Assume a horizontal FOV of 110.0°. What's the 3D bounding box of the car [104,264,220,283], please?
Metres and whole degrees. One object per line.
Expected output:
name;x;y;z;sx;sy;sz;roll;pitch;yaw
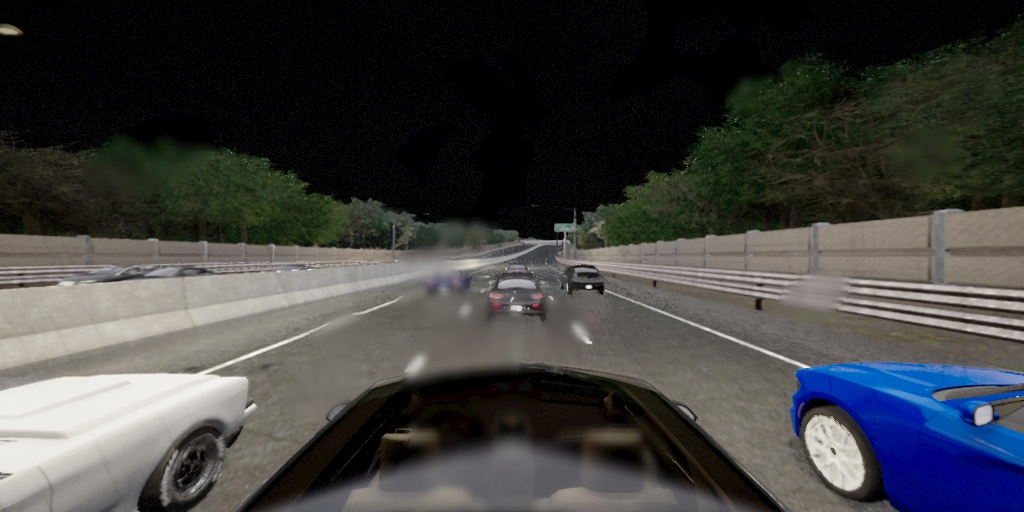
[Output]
car;-17.449;1.256;18.587;1.812;1.442;4.674;0;0;1

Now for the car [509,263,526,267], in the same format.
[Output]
car;0.465;1.301;29.785;2.033;1.411;5.357;0;0;1

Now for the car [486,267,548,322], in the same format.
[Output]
car;0.165;1.262;12.043;1.812;1.442;4.674;0;0;1

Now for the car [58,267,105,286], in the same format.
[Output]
car;-20.938;1.220;19.308;2.128;1.511;4.902;0;0;1

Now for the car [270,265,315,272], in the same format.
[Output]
car;-13.881;1.283;22.689;2.033;1.411;5.357;0;0;1

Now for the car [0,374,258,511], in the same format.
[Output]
car;-3.392;1.351;1.303;1.895;1.301;4.718;0;0;0

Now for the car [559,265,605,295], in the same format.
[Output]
car;3.767;1.247;19.814;1.837;1.490;4.892;0;0;1

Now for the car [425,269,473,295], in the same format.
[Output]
car;-3.241;1.339;19.571;1.895;1.301;4.718;0;0;1

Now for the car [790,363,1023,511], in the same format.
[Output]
car;3.611;1.230;1.395;1.882;1.535;5.008;0;0;0
